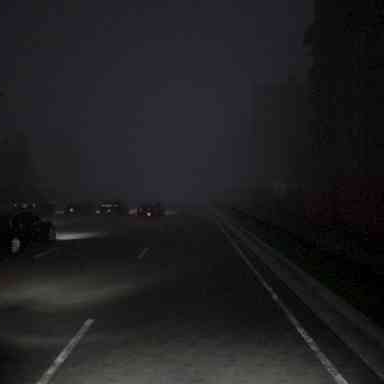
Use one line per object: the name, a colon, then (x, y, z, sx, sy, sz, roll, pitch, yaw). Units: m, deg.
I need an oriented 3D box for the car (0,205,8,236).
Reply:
car: (-10.394, 1.416, 14.368, 2.128, 1.511, 4.902, 0, 0, 0)

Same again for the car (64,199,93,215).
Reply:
car: (-10.398, 1.362, 31.008, 1.812, 1.442, 4.674, 0, 0, 0)

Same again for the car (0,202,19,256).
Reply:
car: (-3.417, 1.215, 1.625, 2.150, 2.045, 5.566, 0, 1, 0)

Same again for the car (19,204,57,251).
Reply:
car: (-6.895, 1.438, 12.683, 1.837, 1.490, 4.892, 0, 0, 0)

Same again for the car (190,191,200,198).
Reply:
car: (1.272, 0.719, 95.074, 2.150, 2.045, 5.566, 0, 0, 0)

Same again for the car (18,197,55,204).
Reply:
car: (-13.886, 1.195, 29.716, 2.097, 1.767, 4.553, 0, 0, 0)

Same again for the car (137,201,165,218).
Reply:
car: (-3.386, 1.450, 28.393, 1.895, 1.301, 4.718, 0, 0, 0)

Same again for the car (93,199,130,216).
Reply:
car: (-6.886, 1.333, 29.971, 2.128, 1.511, 4.902, 0, 0, 0)
